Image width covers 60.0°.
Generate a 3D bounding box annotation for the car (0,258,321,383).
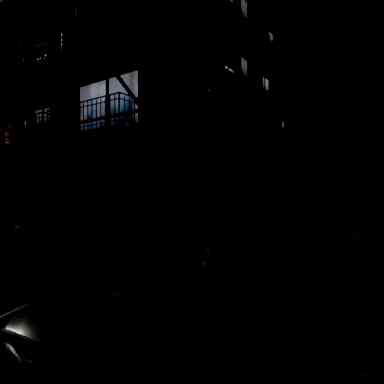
[{"bbox_3d":[-0.892,1.566,3.510,4.313,1.339,1.947,0,0,35],"label":"car"}]
